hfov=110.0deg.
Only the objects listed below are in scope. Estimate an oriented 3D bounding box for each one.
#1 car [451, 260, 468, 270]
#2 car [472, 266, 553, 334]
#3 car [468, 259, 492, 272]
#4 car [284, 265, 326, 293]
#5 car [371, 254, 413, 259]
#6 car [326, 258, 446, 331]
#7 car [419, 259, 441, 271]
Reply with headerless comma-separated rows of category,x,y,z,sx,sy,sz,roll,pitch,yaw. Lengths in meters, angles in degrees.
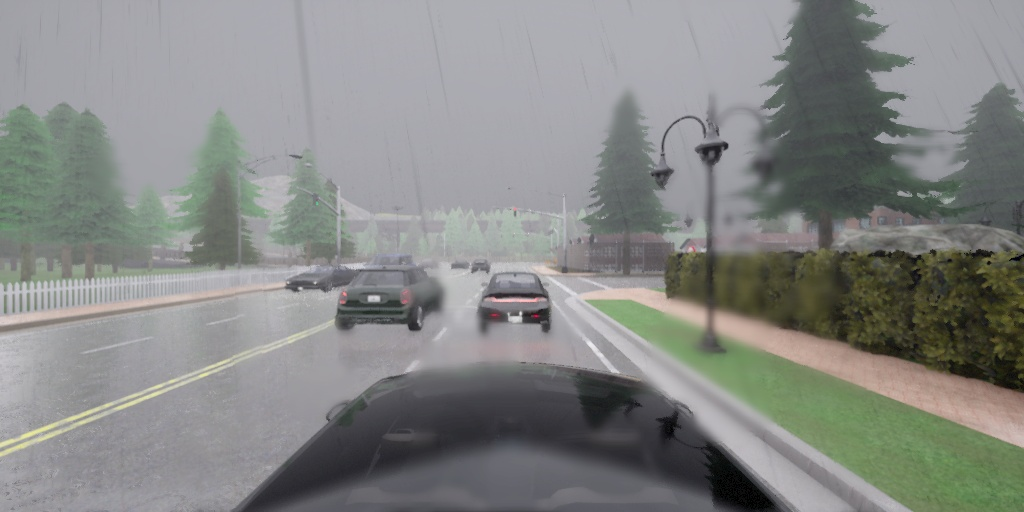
car,-6.996,1.173,48.333,1.895,1.301,4.718,0,0,1
car,0.092,1.208,10.503,2.128,1.511,4.902,0,0,0
car,-3.361,1.111,39.488,1.837,1.490,4.892,0,0,0
car,-10.581,1.226,20.584,2.033,1.411,5.357,0,0,0
car,-7.081,0.899,20.732,2.150,2.045,5.566,0,0,0
car,-3.405,1.067,10.981,2.097,1.767,4.553,0,0,0
car,-10.513,1.106,46.267,1.812,1.442,4.674,0,0,0
